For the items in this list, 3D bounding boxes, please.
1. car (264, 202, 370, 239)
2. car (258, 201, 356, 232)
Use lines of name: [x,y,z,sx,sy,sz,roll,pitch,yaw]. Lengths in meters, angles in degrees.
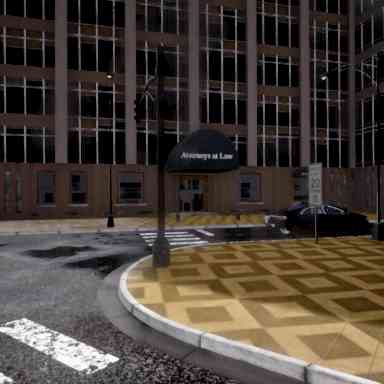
car: [6.082,1.309,15.891,4.902,1.511,2.128,0,0,-14]
car: [6.480,1.313,18.925,4.902,1.511,2.128,0,0,-14]
